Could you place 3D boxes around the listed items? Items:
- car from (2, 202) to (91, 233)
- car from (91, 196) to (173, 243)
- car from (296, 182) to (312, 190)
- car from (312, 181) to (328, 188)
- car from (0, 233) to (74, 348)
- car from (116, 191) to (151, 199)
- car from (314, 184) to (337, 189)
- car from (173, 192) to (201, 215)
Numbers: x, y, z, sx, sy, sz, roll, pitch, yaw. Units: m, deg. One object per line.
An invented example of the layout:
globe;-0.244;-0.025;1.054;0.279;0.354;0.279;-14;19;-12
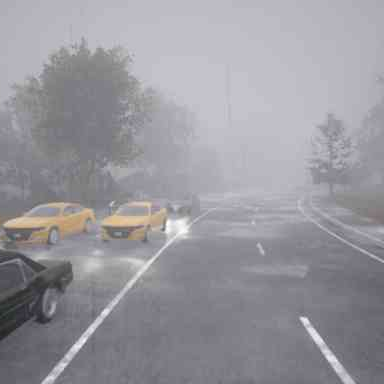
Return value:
car;-5.966;1.224;14.410;1.882;1.535;5.008;0;2;7
car;-2.399;1.201;14.844;1.882;1.535;5.008;0;2;8
car;23.014;-1.256;68.556;1.812;1.442;4.674;-1;2;37
car;29.478;-1.761;76.526;1.837;1.490;4.892;-1;2;42
car;-3.345;1.555;4.319;1.895;1.301;4.718;0;1;3
car;-4.314;0.737;24.343;2.097;1.767;4.553;0;2;12
car;27.448;-1.396;68.624;2.033;1.411;5.357;-1;2;40
car;-0.579;0.813;25.105;2.128;1.511;4.902;0;2;13
